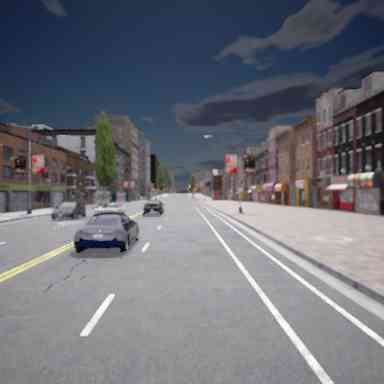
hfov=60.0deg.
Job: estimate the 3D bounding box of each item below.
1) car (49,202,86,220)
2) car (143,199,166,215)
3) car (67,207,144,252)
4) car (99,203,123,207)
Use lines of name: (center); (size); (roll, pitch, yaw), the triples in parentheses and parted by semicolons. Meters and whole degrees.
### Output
car: (-10.411, 1.555, 28.462); (1.812, 1.442, 4.674); (0, 0, -1)
car: (-3.843, 1.516, 34.018); (1.837, 1.490, 4.892); (0, 0, -1)
car: (-3.414, 1.552, 13.953); (1.994, 1.385, 4.181); (0, 0, -1)
car: (-7.177, 1.609, 29.205); (1.895, 1.301, 4.718); (0, 0, -1)
